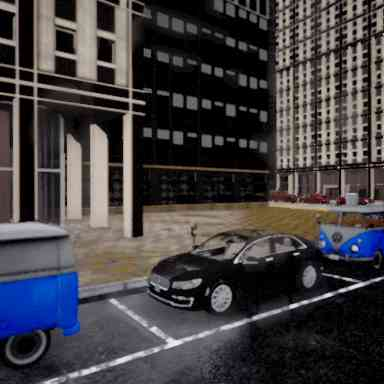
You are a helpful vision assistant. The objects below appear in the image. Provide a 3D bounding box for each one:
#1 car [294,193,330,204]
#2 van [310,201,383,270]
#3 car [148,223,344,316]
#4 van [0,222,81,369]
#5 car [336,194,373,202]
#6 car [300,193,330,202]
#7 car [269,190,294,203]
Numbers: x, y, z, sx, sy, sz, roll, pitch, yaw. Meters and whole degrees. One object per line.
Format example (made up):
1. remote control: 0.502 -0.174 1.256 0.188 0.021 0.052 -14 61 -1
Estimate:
1. car: 16.108 1.025 43.859 1.802 1.307 4.206 1 0 -36
2. van: 5.747 1.317 10.657 3.998 1.788 1.690 0 0 -35
3. car: 1.148 1.539 7.378 4.403 1.369 2.008 0 0 -35
4. van: -3.452 1.342 4.099 3.998 1.788 1.690 0 0 -35
5. car: 19.358 0.990 39.327 1.967 1.590 4.097 1 0 -36
6. car: 19.637 0.887 53.320 1.802 1.307 4.206 1 0 -36
7. car: 12.868 0.651 48.388 2.192 1.841 5.009 1 0 -36
